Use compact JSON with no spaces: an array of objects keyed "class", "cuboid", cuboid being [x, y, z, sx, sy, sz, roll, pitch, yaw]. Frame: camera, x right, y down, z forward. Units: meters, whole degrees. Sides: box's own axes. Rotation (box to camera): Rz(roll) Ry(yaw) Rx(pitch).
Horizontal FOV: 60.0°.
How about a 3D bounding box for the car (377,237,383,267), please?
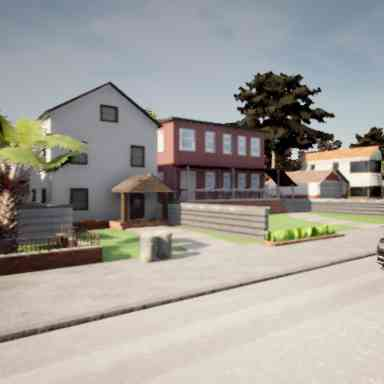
[{"class":"car","cuboid":[7.350,1.444,9.847,4.902,1.511,2.128,0,0,-35]}]
